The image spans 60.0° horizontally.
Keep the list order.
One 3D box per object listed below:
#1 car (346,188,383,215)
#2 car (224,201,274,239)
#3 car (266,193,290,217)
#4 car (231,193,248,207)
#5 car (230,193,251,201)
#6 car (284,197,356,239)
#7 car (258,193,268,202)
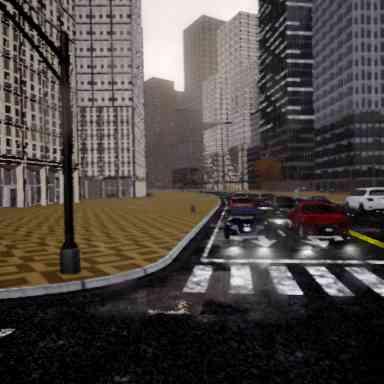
[{"bbox_3d":[13.945,0.676,26.305,2.150,2.045,5.566,-1,1,8],"label":"car"},{"bbox_3d":[2.569,1.359,15.985,1.994,1.385,4.181,-1,1,7],"label":"car"},{"bbox_3d":[7.147,1.095,25.948,1.837,1.490,4.892,-1,1,8],"label":"car"},{"bbox_3d":[5.707,0.953,40.450,1.837,1.490,4.892,-1,0,7],"label":"car"},{"bbox_3d":[3.921,1.126,26.343,1.882,1.535,5.008,-1,1,8],"label":"car"},{"bbox_3d":[5.826,1.211,15.823,1.882,1.535,5.008,-1,1,8],"label":"car"},{"bbox_3d":[8.853,0.903,39.416,1.837,1.490,4.892,-1,1,7],"label":"car"}]
